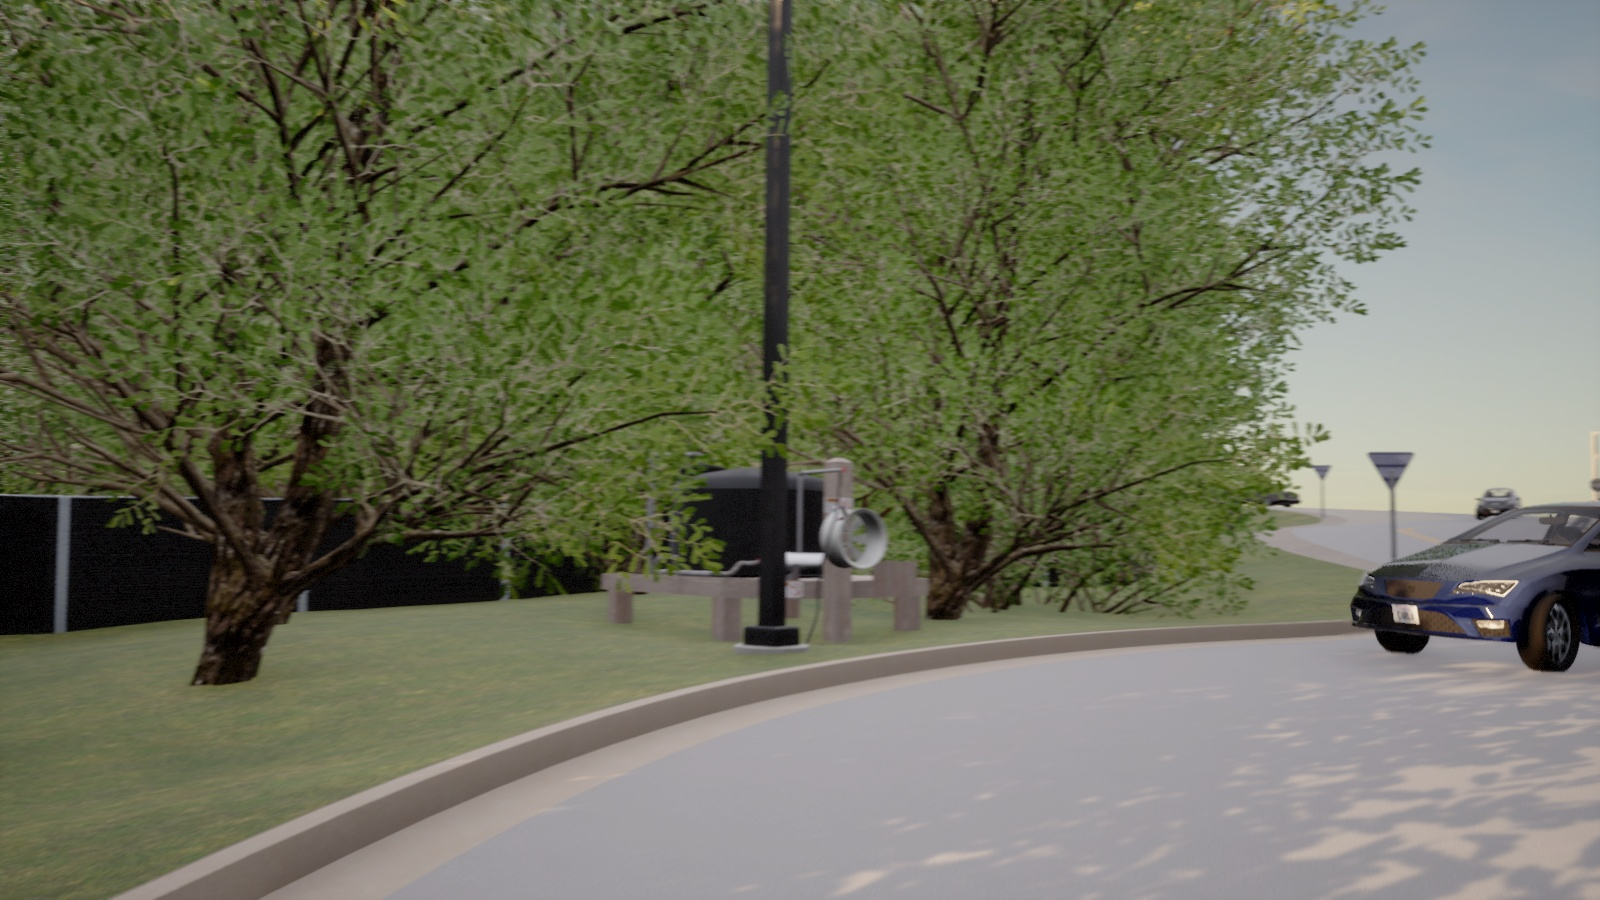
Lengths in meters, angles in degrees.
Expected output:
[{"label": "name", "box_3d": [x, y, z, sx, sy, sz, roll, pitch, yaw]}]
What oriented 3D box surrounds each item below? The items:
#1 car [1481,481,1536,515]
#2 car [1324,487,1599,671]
[{"label": "car", "box_3d": [33.413, 2.260, 59.217, 1.845, 1.501, 3.633, -3, -2, 35]}, {"label": "car", "box_3d": [7.211, 1.143, 11.703, 4.193, 1.474, 1.816, 2, -4, -21]}]
